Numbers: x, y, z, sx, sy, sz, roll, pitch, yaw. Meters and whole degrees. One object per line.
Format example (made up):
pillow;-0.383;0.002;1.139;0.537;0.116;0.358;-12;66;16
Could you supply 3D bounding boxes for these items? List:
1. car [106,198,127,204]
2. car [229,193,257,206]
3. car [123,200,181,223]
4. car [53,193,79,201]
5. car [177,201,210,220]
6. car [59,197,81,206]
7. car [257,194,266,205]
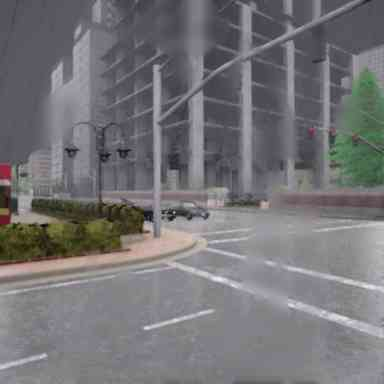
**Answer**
car;-8.278;1.420;38.167;1.882;1.535;5.008;0;0;-36
car;7.442;1.109;50.862;1.905;1.878;3.866;0;0;-36
car;-3.110;1.544;25.073;1.895;1.301;4.718;0;0;-36
car;-16.905;1.163;44.125;2.150;2.045;5.566;0;0;-36
car;-0.496;1.468;27.430;1.812;1.442;4.674;0;0;-36
car;-20.062;1.490;54.573;2.033;1.411;5.357;0;0;-36
car;9.833;1.109;52.575;1.905;1.878;3.866;0;0;-36
